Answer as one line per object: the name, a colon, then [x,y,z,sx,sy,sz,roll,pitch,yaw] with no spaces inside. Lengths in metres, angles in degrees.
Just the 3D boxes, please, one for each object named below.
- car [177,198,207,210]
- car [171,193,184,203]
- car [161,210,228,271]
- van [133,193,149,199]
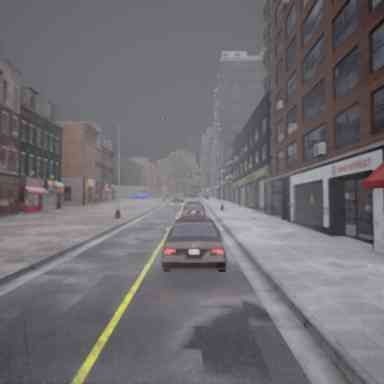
car: [0.163,1.449,25.771,2.033,1.411,5.357,0,0,1]
car: [-2.492,1.026,56.863,2.097,1.767,4.553,0,0,1]
car: [0.081,1.524,10.752,2.033,1.411,5.357,0,0,1]
van: [-12.473,1.153,81.090,3.998,1.788,1.690,0,-2,0]
